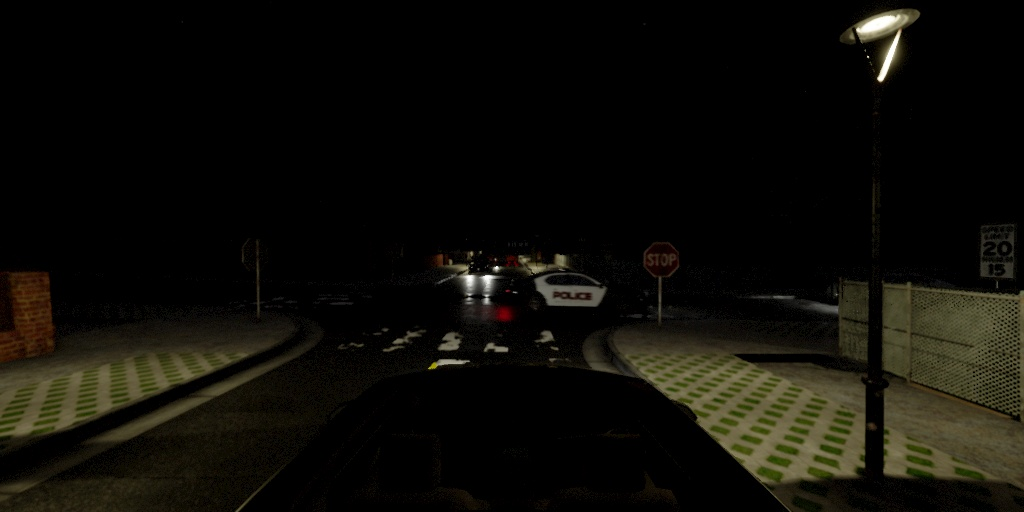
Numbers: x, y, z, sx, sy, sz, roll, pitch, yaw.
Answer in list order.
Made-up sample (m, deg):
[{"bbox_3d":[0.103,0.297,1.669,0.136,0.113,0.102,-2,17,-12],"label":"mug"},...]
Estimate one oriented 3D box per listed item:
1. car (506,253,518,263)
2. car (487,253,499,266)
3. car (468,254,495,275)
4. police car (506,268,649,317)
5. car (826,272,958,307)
[{"bbox_3d":[0.014,0.348,57.324,1.882,1.535,5.008,0,1,0],"label":"car"},{"bbox_3d":[-2.822,0.402,48.395,2.097,1.767,4.553,0,1,0],"label":"car"},{"bbox_3d":[-2.838,0.849,32.538,1.837,1.490,4.892,0,1,0],"label":"car"},{"bbox_3d":[2.273,1.255,12.954,4.974,1.542,2.038,1,1,0],"label":"police car"},{"bbox_3d":[16.586,1.431,15.722,4.674,1.442,1.812,1,1,1],"label":"car"}]
